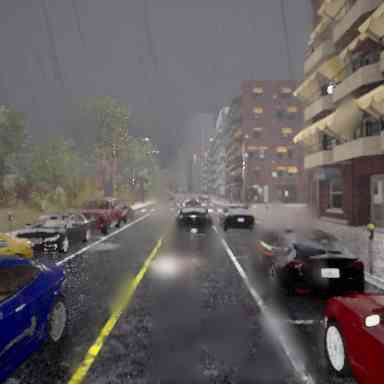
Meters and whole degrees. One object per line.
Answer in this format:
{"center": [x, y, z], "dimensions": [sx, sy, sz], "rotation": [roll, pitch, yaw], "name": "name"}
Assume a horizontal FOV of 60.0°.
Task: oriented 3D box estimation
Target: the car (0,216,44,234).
{"center": [-5.307, 1.497, 7.357], "dimensions": [1.752, 1.417, 4.829], "rotation": [1, 0, 0], "name": "car"}

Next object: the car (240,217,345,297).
{"center": [2.573, 1.535, 8.269], "dimensions": [1.947, 1.339, 4.313], "rotation": [1, 0, 0], "name": "car"}

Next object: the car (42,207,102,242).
{"center": [-5.307, 1.502, 13.182], "dimensions": [2.008, 1.369, 4.403], "rotation": [1, 0, 0], "name": "car"}

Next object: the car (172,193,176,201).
{"center": [-5.300, 1.069, 73.956], "dimensions": [2.192, 1.841, 5.009], "rotation": [1, 0, 0], "name": "car"}

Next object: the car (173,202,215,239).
{"center": [0.099, 1.442, 16.900], "dimensions": [1.837, 1.490, 4.892], "rotation": [0, 0, 0], "name": "car"}

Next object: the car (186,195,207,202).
{"center": [0.101, 1.348, 30.137], "dimensions": [1.801, 1.575, 5.366], "rotation": [0, 0, 0], "name": "car"}

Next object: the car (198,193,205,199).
{"center": [2.581, 1.147, 91.823], "dimensions": [1.967, 1.590, 4.097], "rotation": [1, 0, 0], "name": "car"}

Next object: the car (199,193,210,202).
{"center": [2.578, 1.336, 63.408], "dimensions": [2.008, 1.369, 4.403], "rotation": [1, 0, 0], "name": "car"}

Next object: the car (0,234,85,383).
{"center": [-2.849, 1.512, 3.575], "dimensions": [1.812, 1.442, 4.674], "rotation": [0, 0, 0], "name": "car"}

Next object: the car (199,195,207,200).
{"center": [2.579, 1.318, 80.457], "dimensions": [1.802, 1.307, 4.206], "rotation": [1, 0, 0], "name": "car"}

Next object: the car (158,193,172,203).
{"center": [-5.303, 1.332, 62.604], "dimensions": [1.887, 1.381, 4.507], "rotation": [1, 0, 0], "name": "car"}

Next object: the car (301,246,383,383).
{"center": [2.573, 1.535, 2.609], "dimensions": [1.887, 1.381, 4.507], "rotation": [1, 0, 0], "name": "car"}

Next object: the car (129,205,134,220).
{"center": [-5.306, 1.493, 24.490], "dimensions": [1.802, 1.307, 4.206], "rotation": [1, 0, 0], "name": "car"}

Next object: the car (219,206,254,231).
{"center": [2.574, 1.495, 19.591], "dimensions": [1.947, 1.339, 4.313], "rotation": [1, 0, 0], "name": "car"}

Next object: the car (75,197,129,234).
{"center": [-5.304, 1.246, 18.834], "dimensions": [2.192, 1.841, 5.009], "rotation": [1, 0, 0], "name": "car"}
